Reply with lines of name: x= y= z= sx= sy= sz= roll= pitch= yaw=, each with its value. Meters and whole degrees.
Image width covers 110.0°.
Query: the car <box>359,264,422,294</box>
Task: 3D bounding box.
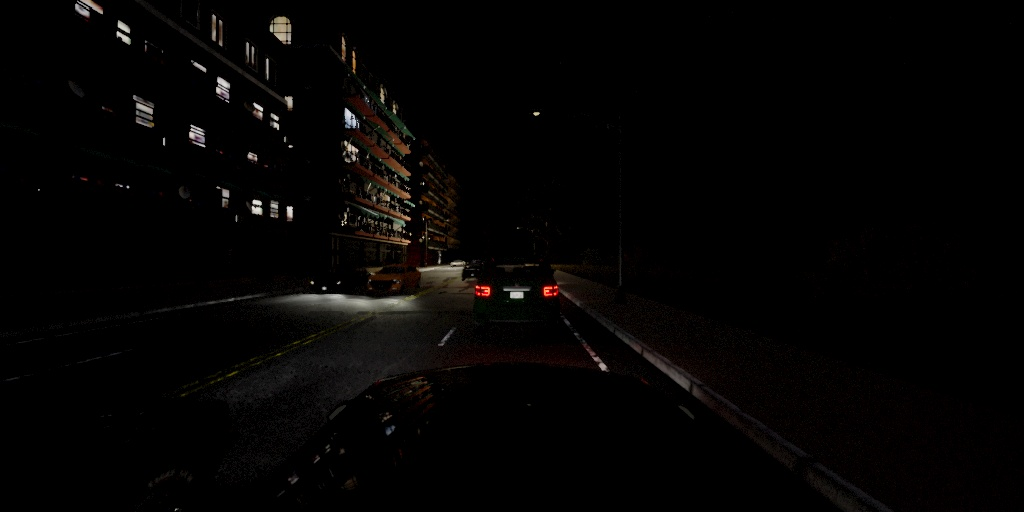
car: x=-6.528 y=1.230 z=20.361 sx=1.882 sy=1.535 sz=5.008 roll=0 pitch=0 yaw=0

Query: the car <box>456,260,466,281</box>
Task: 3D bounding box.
car: x=-3.040 y=1.244 z=30.185 sx=2.128 sy=1.511 sz=4.902 roll=0 pitch=0 yaw=0

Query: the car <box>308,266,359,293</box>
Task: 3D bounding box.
car: x=-9.776 y=1.299 z=21.335 sx=2.033 sy=1.411 sz=5.357 roll=0 pitch=0 yaw=0

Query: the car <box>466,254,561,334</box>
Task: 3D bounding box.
car: x=0.129 y=0.973 z=10.762 sx=2.150 sy=2.045 sz=5.566 roll=0 pitch=0 yaw=0

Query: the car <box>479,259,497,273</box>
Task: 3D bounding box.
car: x=-2.980 y=1.229 z=45.523 sx=1.882 sy=1.535 sz=5.008 roll=0 pitch=0 yaw=0

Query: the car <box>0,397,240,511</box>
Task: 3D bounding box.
car: x=-3.156 y=1.350 z=0.749 sx=1.895 sy=1.301 sz=4.718 roll=0 pitch=0 yaw=0

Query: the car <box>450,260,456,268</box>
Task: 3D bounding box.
car: x=-9.574 y=1.350 z=63.012 sx=1.895 sy=1.301 sz=4.718 roll=0 pitch=0 yaw=1
